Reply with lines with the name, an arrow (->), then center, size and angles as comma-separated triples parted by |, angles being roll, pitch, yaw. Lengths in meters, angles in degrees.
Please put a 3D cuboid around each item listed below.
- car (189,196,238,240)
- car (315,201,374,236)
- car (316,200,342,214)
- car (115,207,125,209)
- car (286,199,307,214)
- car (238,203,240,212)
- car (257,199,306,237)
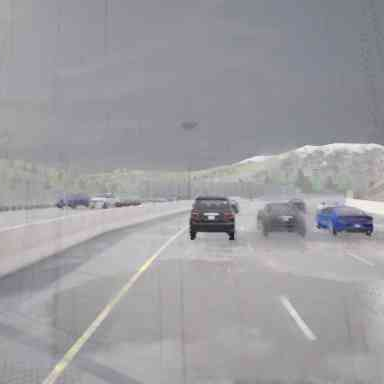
car -> 1.133, 1.225, 17.389 | 2.150, 2.045, 5.566 | 0, 0, 6
car -> 8.337, 1.497, 18.646 | 1.882, 1.535, 5.008 | 0, 0, 7
car -> 15.081, 1.635, 36.780 | 1.895, 1.301, 4.718 | 0, 0, 13
car -> -8.570, 1.584, 43.927 | 1.895, 1.301, 4.718 | 0, 0, 14
car -> 11.530, 1.531, 36.871 | 1.837, 1.490, 4.892 | 0, 0, 13
car -> 4.040, 1.536, 35.455 | 1.812, 1.442, 4.674 | 0, 0, 12
car -> 4.797, 1.363, 18.406 | 2.097, 1.767, 4.553 | 0, 0, 6
